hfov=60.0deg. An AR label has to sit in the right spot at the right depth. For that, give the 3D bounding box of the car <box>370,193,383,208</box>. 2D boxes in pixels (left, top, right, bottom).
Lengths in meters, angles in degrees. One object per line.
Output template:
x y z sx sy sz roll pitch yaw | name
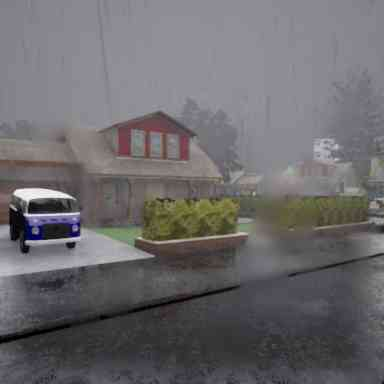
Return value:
23.734 1.008 40.841 3.866 1.878 1.905 0 0 -1 | car
